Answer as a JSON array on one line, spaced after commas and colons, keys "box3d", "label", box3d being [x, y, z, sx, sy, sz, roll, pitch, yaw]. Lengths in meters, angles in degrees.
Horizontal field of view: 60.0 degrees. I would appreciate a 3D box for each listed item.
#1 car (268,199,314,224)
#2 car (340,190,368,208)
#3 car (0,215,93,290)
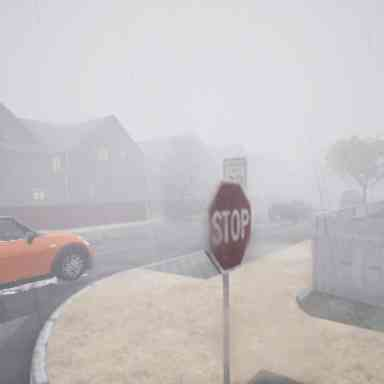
[{"box3d": [6.815, 1.256, 22.610, 1.837, 1.490, 4.892, -1, 0, 37], "label": "car"}, {"box3d": [19.095, 0.840, 39.171, 2.150, 2.045, 5.566, -1, 0, 37], "label": "car"}, {"box3d": [-4.497, 1.275, 7.353, 2.097, 1.767, 4.553, -1, 0, 37], "label": "car"}]
